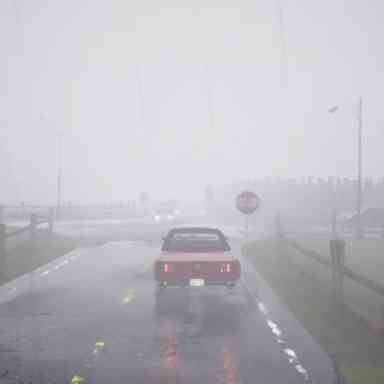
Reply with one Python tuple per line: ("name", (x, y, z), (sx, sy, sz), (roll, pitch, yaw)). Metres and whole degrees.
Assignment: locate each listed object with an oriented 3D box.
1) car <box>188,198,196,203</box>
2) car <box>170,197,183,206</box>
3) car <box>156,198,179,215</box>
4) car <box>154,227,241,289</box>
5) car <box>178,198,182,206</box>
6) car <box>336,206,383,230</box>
("car", (-0.015, 1.991, 78.481), (1.895, 1.301, 4.718), (0, 0, 0))
("car", (-2.808, 1.797, 62.543), (2.128, 1.511, 4.902), (0, 0, 1))
("car", (-2.851, 1.717, 36.724), (2.033, 1.411, 5.357), (0, 0, 0))
("car", (0.077, 1.642, 9.290), (1.895, 1.301, 4.718), (0, 0, -1))
("car", (-2.853, 1.706, 48.239), (1.882, 1.535, 5.008), (0, 0, 0))
("car", (12.718, 1.797, 23.839), (4.553, 1.767, 2.097), (1, -1, -1))
